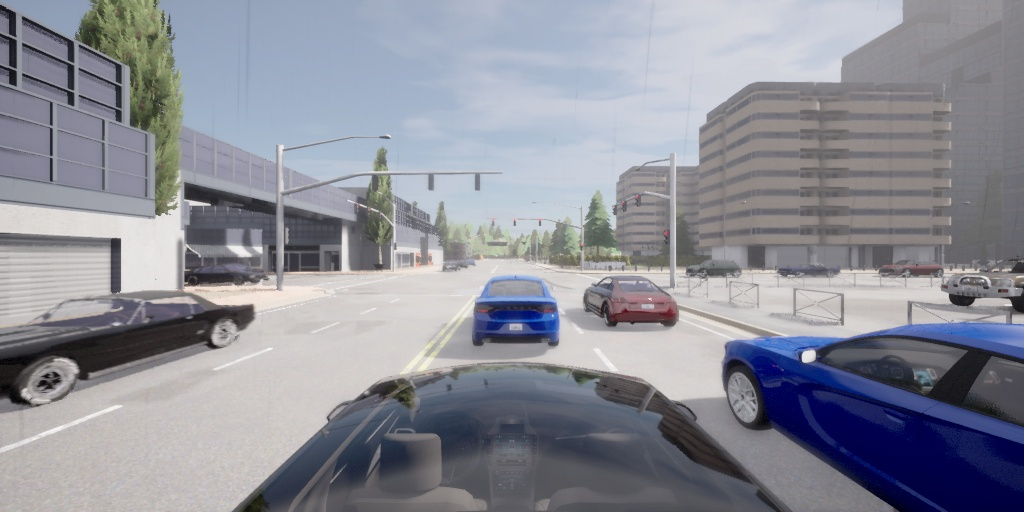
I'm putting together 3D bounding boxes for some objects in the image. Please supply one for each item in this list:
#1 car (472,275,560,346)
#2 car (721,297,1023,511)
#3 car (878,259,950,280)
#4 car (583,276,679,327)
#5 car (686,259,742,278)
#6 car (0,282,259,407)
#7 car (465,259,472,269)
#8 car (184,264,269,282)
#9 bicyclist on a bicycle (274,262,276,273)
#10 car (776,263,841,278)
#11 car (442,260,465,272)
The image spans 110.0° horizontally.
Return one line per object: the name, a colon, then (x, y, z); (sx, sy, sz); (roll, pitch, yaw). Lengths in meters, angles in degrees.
car: (0.096, 1.228, 9.429); (1.882, 1.535, 5.008); (0, 0, 0)
car: (3.603, 1.228, 2.576); (1.882, 1.535, 5.008); (0, 0, 0)
car: (37.476, 1.102, 33.760); (4.553, 1.767, 2.097); (0, 0, -1)
car: (3.604, 1.314, 11.560); (1.994, 1.385, 4.181); (0, 0, 0)
car: (18.692, 1.102, 33.391); (4.553, 1.767, 2.097); (0, 0, -1)
car: (-7.078, 1.351, 6.356); (1.895, 1.301, 4.718); (0, 0, 0)
car: (-7.976, 1.314, 56.783); (1.994, 1.385, 4.181); (0, 0, -1)
car: (-19.935, 1.297, 24.744); (5.357, 1.411, 2.033); (0, 0, -1)
bicyclist on a bicycle: (-25.833, 1.053, 39.649); (0.582, 1.620, 1.656); (0, 0, -1)
car: (27.679, 1.351, 33.575); (4.718, 1.301, 1.895); (0, 0, -1)
car: (-7.840, 1.242, 46.823); (2.128, 1.511, 4.902); (0, 0, 0)
